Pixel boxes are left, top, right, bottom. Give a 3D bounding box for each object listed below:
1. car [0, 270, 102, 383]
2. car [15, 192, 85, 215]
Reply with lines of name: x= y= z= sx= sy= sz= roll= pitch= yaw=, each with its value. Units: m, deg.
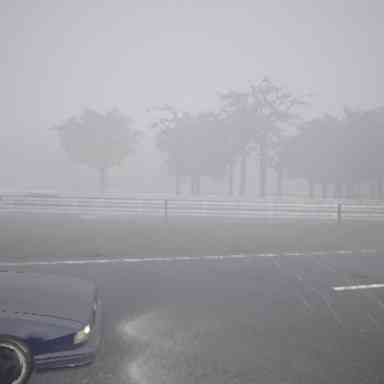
car: x=-3.837 y=1.433 z=3.920 sx=5.357 sy=1.411 sz=2.033 roll=1 pitch=2 yaw=-14
car: x=-10.230 y=0.806 z=24.128 sx=4.892 sy=1.490 sz=1.837 roll=1 pitch=2 yaw=6
